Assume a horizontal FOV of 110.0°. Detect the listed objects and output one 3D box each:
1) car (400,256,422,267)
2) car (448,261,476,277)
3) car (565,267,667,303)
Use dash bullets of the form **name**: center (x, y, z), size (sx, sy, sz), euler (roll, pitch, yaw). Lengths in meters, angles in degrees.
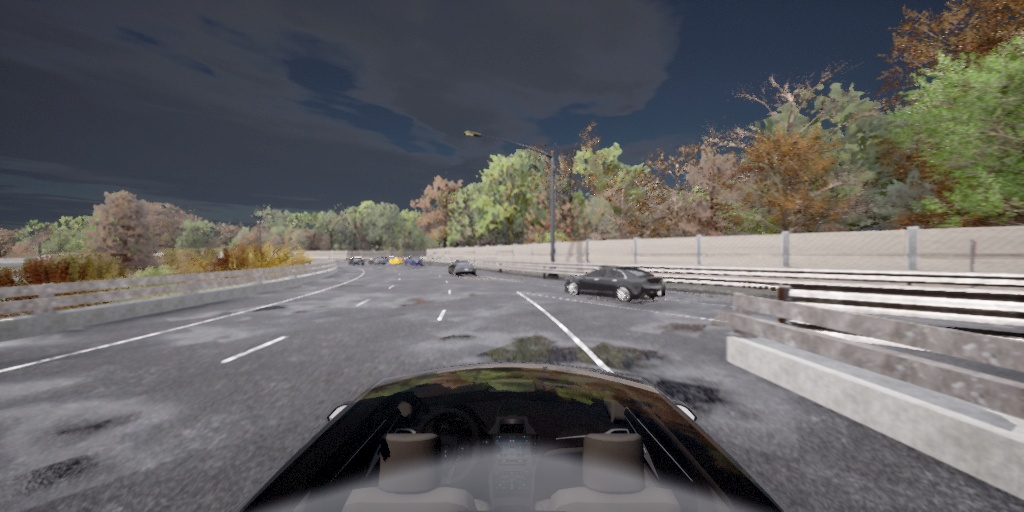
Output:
- **car**: center (-16.307, 0.846, 58.963), size (2.097, 1.767, 4.553), euler (0, 0, -30)
- **car**: center (-4.731, 1.157, 33.589), size (1.994, 1.385, 4.181), euler (0, 0, -21)
- **car**: center (4.450, 1.222, 16.163), size (1.837, 1.490, 4.892), euler (-1, 1, -35)
